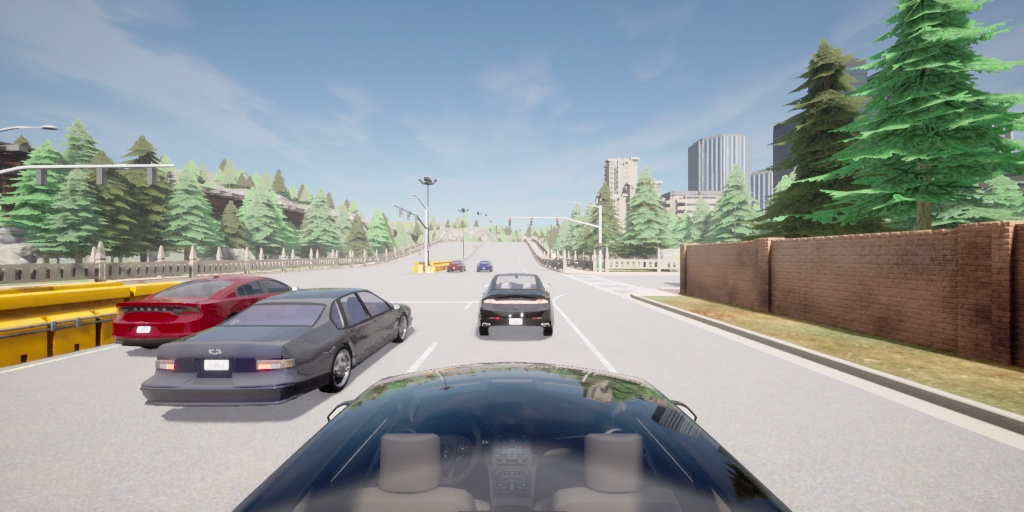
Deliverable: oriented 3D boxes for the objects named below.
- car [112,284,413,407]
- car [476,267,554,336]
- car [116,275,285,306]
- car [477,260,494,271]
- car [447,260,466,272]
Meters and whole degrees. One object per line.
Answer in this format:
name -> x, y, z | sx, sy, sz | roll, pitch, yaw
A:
car -> -3.400, 1.297, 6.630 | 2.033, 1.411, 5.357 | 0, 0, 0
car -> 0.127, 1.242, 10.377 | 2.128, 1.511, 4.902 | 0, 0, 1
car -> -6.901, 1.228, 9.192 | 1.882, 1.535, 5.008 | 0, 0, 0
car -> -3.409, 1.276, 45.534 | 1.812, 1.442, 4.674 | 0, 0, 0
car -> -6.905, 1.276, 44.874 | 1.812, 1.442, 4.674 | 0, 0, 0
